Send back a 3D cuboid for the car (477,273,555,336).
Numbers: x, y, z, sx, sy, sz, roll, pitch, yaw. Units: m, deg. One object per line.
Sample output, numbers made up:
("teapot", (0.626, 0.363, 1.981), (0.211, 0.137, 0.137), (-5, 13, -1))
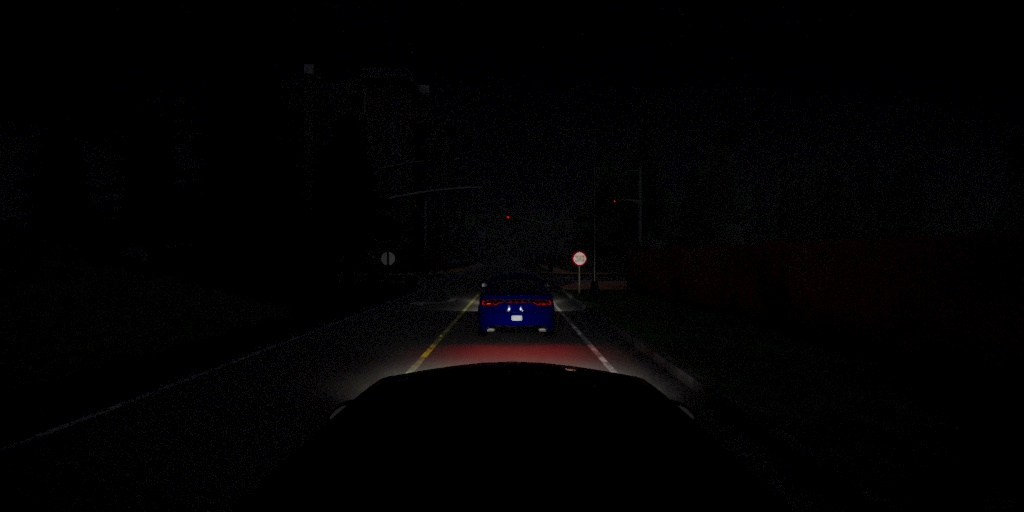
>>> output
("car", (0.100, 1.228, 10.438), (1.882, 1.535, 5.008), (0, 0, 0))
